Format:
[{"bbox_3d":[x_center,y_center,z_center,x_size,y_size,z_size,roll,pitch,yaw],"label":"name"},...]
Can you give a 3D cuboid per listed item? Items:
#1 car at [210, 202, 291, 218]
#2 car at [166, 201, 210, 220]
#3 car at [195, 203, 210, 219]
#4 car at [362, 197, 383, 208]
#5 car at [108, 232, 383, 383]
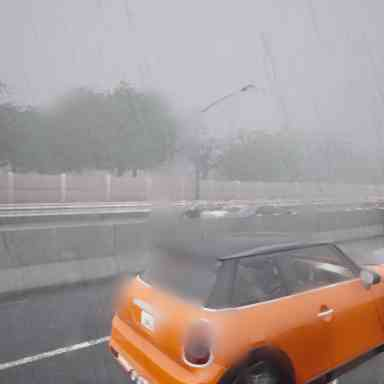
[{"bbox_3d":[3.747,1.476,19.532,5.008,1.535,1.882,0,0,-35],"label":"car"},{"bbox_3d":[0.338,1.489,25.696,4.902,1.511,2.128,0,0,-35],"label":"car"},{"bbox_3d":[2.836,1.599,23.177,4.718,1.301,1.895,0,0,-35],"label":"car"},{"bbox_3d":[26.015,1.487,47.154,5.008,1.535,1.882,0,0,-38],"label":"car"},{"bbox_3d":[1.283,1.351,4.657,4.553,1.767,2.097,0,0,-35],"label":"car"}]
